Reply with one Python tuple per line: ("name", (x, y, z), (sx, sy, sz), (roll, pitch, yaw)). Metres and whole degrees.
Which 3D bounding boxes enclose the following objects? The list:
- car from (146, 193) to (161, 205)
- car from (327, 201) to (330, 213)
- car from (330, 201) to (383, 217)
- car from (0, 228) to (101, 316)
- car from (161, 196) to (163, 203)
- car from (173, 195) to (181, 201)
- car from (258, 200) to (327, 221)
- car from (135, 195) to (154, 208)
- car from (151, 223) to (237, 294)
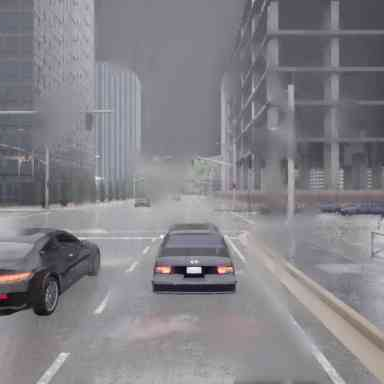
("car", (-7.215, 1.221, 58.476), (2.150, 2.045, 5.566), (0, 0, 0))
("car", (12.964, 1.509, 33.698), (4.181, 1.385, 1.994), (0, 0, 0))
("car", (15.833, 1.492, 30.215), (5.357, 1.411, 2.033), (0, 0, 0))
("car", (-3.457, 1.526, 7.382), (1.812, 1.442, 4.674), (0, 0, 0))
("car", (-7.170, 1.352, 68.298), (2.097, 1.767, 4.553), (0, 0, 0))
("car", (-3.691, 1.540, 80.914), (2.033, 1.411, 5.357), (0, 0, 0))
("car", (7.716, 1.447, 26.451), (4.892, 1.490, 1.837), (0, 0, -1))
("car", (-7.212, 1.564, 49.157), (1.994, 1.385, 4.181), (0, 0, 0))
("car", (0.050, 1.547, 8.900), (2.033, 1.411, 5.357), (0, 0, 0))
